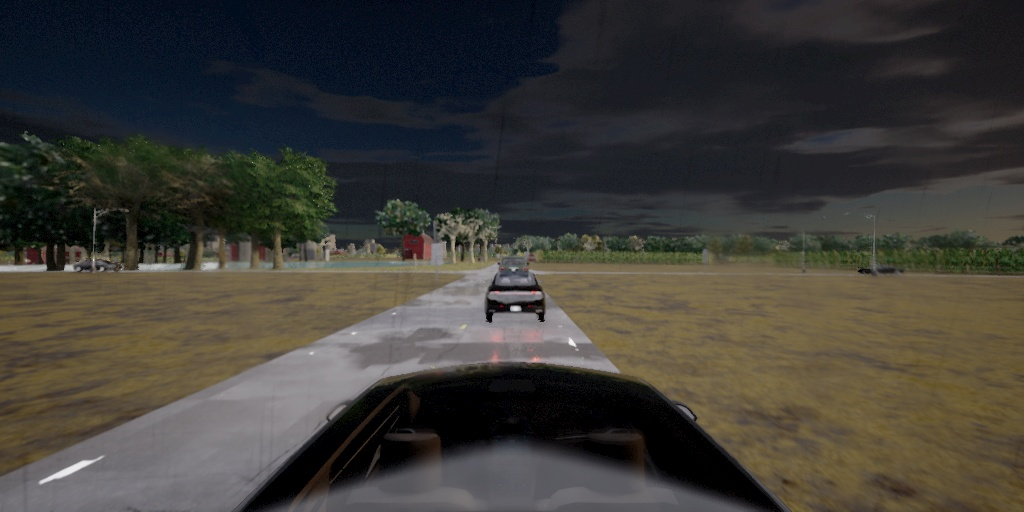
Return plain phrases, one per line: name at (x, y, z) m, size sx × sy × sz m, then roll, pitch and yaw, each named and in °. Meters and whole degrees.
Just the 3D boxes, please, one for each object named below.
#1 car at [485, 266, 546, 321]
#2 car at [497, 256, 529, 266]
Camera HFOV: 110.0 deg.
car at (0.099, 1.269, 12.520) m, size 2.128 × 1.511 × 4.902 m, roll 0°, pitch 0°, yaw 0°
car at (0.099, 1.031, 26.279) m, size 2.150 × 2.045 × 5.566 m, roll 0°, pitch 0°, yaw 0°
